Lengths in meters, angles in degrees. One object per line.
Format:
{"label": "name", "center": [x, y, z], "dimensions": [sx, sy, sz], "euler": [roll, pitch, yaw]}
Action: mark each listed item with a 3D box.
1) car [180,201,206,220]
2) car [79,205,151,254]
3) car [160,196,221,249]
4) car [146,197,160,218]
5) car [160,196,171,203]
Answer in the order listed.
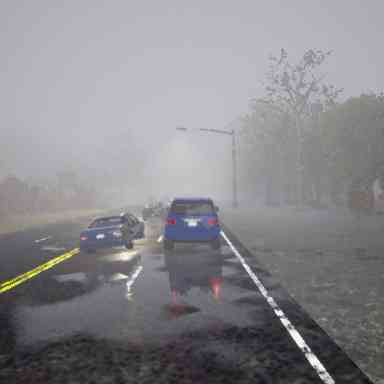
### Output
{"label": "car", "center": [0.091, 1.547, 29.549], "dimensions": [2.033, 1.411, 5.357], "euler": [0, 0, 0]}
{"label": "car", "center": [-3.309, 1.658, 14.574], "dimensions": [2.033, 1.411, 5.357], "euler": [-7, 0, 0]}
{"label": "car", "center": [0.024, 1.239, 14.593], "dimensions": [2.150, 2.045, 5.566], "euler": [0, 0, 0]}
{"label": "car", "center": [-3.215, 1.626, 29.557], "dimensions": [2.128, 1.511, 4.902], "euler": [-5, 1, 0]}
{"label": "car", "center": [-5.940, 1.716, 75.297], "dimensions": [1.837, 1.490, 4.892], "euler": [-2, 0, 1]}
